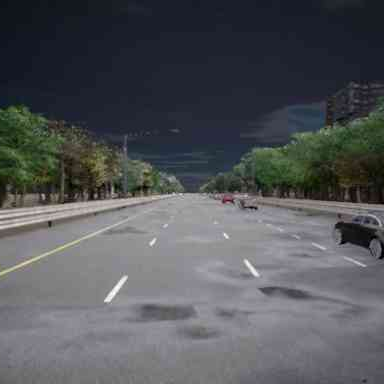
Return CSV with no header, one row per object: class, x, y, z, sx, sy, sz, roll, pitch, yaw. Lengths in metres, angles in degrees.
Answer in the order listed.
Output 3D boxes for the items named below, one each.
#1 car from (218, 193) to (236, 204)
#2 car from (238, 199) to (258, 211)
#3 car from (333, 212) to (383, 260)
car,7.107,1.279,66.994,2.150,2.045,5.566,0,0,0
car,7.020,1.573,42.017,2.033,1.411,5.357,0,0,0
car,6.997,1.493,12.445,2.128,1.511,4.902,0,0,0
